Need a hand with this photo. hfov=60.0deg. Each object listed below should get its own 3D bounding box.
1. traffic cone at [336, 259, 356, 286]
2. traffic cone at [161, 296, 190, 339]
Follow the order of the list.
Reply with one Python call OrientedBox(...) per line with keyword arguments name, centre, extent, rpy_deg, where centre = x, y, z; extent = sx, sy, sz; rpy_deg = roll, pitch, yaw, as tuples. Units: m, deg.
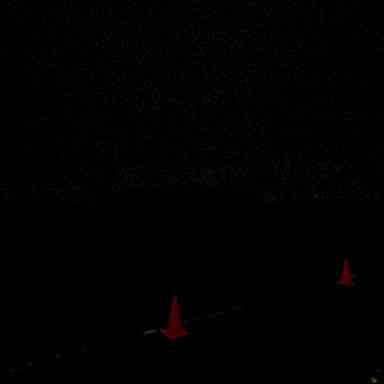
OrientedBox(name="traffic cone", centre=(3.805, 1.958, 8.209), extent=(0.340, 0.580, 0.340), rpy_deg=(0, 0, -35))
OrientedBox(name="traffic cone", centre=(-0.265, 1.956, 5.307), extent=(0.340, 0.580, 0.340), rpy_deg=(0, 0, -35))
